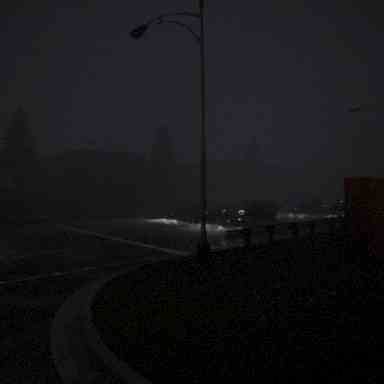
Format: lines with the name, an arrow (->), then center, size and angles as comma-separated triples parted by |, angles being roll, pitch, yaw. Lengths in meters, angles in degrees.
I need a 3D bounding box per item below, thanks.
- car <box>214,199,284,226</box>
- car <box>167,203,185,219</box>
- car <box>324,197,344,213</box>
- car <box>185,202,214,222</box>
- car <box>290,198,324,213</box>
car -> 4.061, 1.317, 23.301 | 4.553, 1.767, 2.097 | -1, 0, -41
car -> -0.157, 1.577, 28.916 | 4.181, 1.385, 1.994 | -1, 0, -41
car -> 15.650, 1.447, 33.483 | 4.718, 1.301, 1.895 | -1, 0, -41
car -> 2.034, 1.514, 26.181 | 4.674, 1.442, 1.812 | -1, 0, -41
car -> 12.228, 1.372, 35.134 | 4.902, 1.511, 2.128 | -1, 0, -41
